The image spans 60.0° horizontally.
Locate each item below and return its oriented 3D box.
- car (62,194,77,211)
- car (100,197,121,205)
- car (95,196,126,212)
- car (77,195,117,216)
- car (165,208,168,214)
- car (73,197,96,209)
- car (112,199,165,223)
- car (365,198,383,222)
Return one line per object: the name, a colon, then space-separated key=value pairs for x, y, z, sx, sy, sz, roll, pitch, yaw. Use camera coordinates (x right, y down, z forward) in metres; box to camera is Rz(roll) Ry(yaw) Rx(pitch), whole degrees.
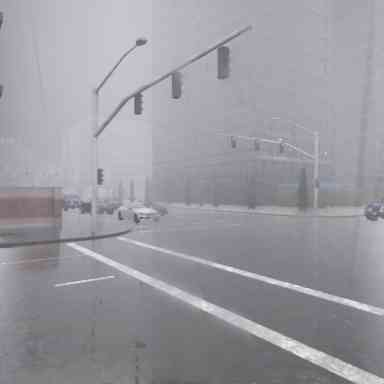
car: x=-15.095 y=1.230 z=41.023 sx=2.150 sy=2.045 sz=5.566 roll=0 pitch=0 yaw=-36
car: x=-14.312 y=1.616 z=58.291 sx=1.895 sy=1.301 sz=4.718 roll=0 pitch=0 yaw=-36
car: x=-9.760 y=1.363 z=39.586 sx=2.097 sy=1.767 sz=4.553 roll=0 pitch=0 yaw=-36
car: x=-9.496 y=1.360 z=33.210 sx=2.097 sy=1.767 sz=4.553 roll=0 pitch=0 yaw=-36
car: x=-4.380 y=1.558 z=32.074 sx=2.033 sy=1.411 sz=5.357 roll=0 pitch=0 yaw=-36
car: x=-15.392 y=1.536 z=47.466 sx=1.812 sy=1.442 sz=4.674 roll=0 pitch=0 yaw=-35
car: x=-4.269 y=1.534 z=25.912 sx=1.812 sy=1.442 sz=4.674 roll=0 pitch=0 yaw=-36
car: x=15.831 y=1.243 z=25.393 sx=5.566 sy=2.045 sz=2.150 roll=0 pitch=0 yaw=-24
